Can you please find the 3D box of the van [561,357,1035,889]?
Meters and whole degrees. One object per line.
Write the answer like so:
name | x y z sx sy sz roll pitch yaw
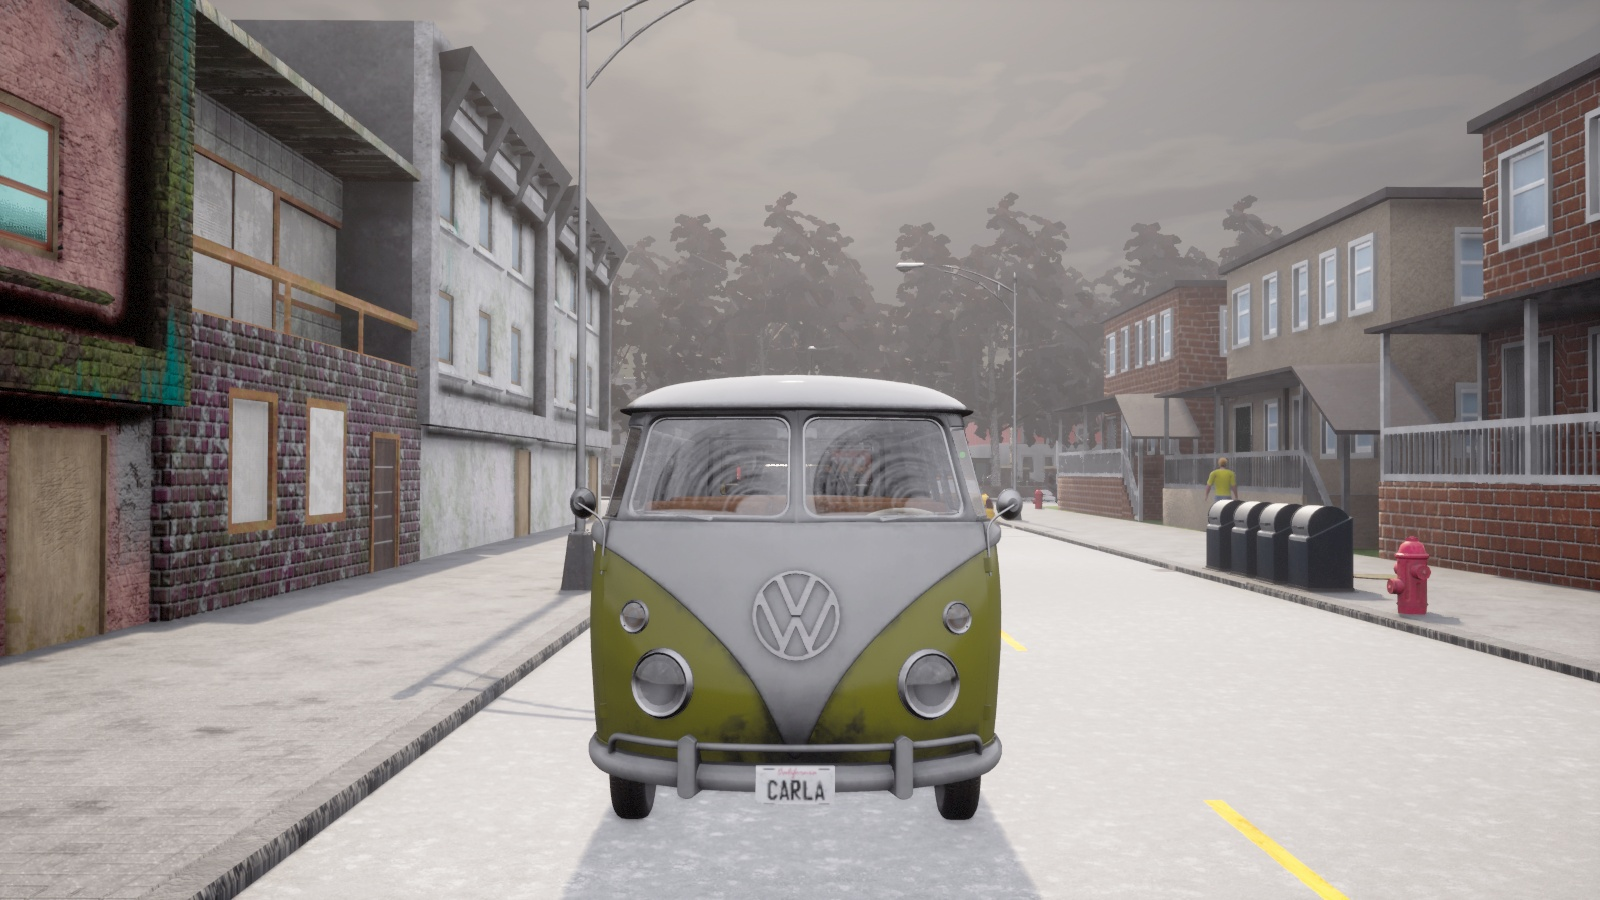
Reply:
van | -0.016 0.684 6.936 1.775 1.987 4.442 0 -1 0

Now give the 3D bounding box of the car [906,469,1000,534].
car | 3.927 1.291 33.048 1.801 1.575 5.366 0 -1 0

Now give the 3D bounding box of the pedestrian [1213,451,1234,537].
pedestrian | 9.202 0.944 27.286 0.354 1.836 0.706 0 -1 15
